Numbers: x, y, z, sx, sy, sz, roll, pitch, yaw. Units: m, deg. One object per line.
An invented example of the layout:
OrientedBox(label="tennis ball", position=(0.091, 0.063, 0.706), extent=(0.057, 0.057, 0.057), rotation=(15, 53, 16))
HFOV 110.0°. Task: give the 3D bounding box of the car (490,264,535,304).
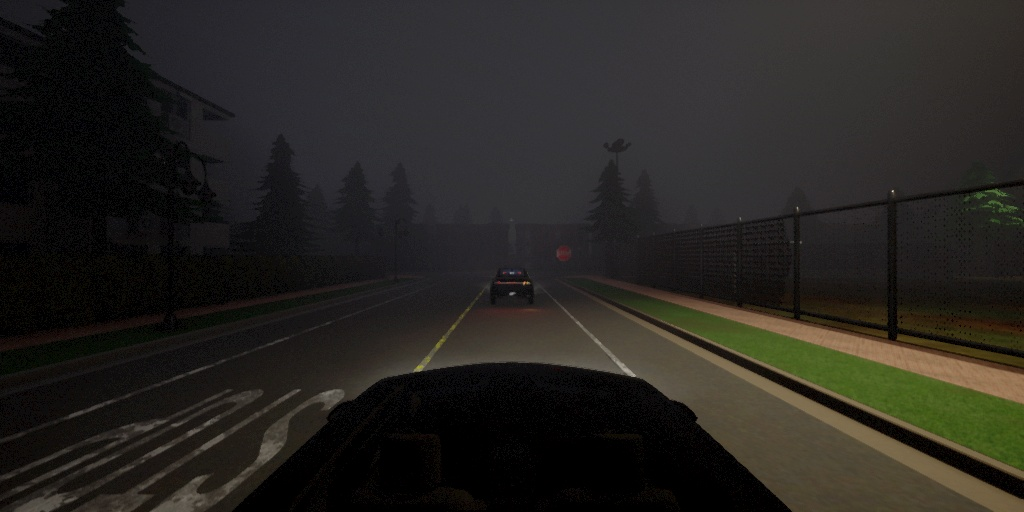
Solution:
OrientedBox(label="car", position=(0.001, 1.288, 16.501), extent=(2.128, 1.511, 4.902), rotation=(0, 0, 0))

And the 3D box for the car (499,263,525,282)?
OrientedBox(label="car", position=(0.003, 1.405, 31.501), extent=(2.033, 1.411, 5.357), rotation=(0, 0, 0))
